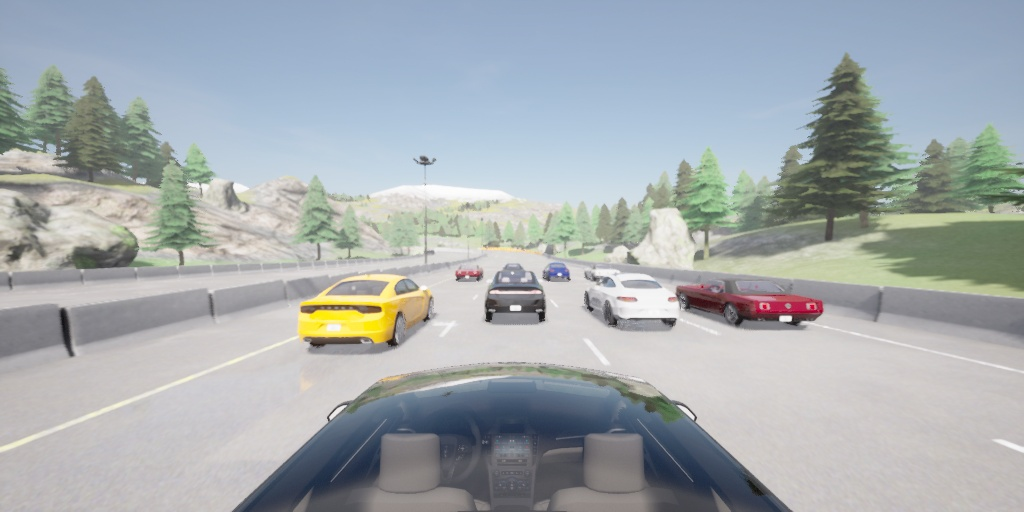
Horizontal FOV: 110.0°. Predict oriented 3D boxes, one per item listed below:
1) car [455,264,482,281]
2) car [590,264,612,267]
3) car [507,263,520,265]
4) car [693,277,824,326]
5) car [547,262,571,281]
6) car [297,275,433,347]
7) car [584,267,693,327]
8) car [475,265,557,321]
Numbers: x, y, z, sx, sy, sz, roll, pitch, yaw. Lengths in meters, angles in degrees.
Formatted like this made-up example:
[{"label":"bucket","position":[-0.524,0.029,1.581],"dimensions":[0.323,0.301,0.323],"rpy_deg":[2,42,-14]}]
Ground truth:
[{"label":"car","position":[-3.394,1.299,29.438],"dimensions":[1.895,1.301,4.718],"rpy_deg":[0,0,0]},{"label":"car","position":[7.106,1.301,28.920],"dimensions":[1.895,1.301,4.718],"rpy_deg":[0,0,0]},{"label":"car","position":[0.106,1.261,30.091],"dimensions":[1.994,1.385,4.181],"rpy_deg":[0,0,0]},{"label":"car","position":[7.102,1.333,11.514],"dimensions":[1.895,1.301,4.718],"rpy_deg":[0,0,0]},{"label":"car","position":[3.607,1.225,29.397],"dimensions":[1.812,1.442,4.674],"rpy_deg":[0,0,0]},{"label":"car","position":[-3.398,1.214,9.316],"dimensions":[1.882,1.535,5.008],"rpy_deg":[0,0,0]},{"label":"car","position":[3.603,1.258,11.391],"dimensions":[1.812,1.442,4.674],"rpy_deg":[0,0,0]},{"label":"car","position":[0.102,1.222,12.324],"dimensions":[2.128,1.511,4.902],"rpy_deg":[0,0,0]}]
